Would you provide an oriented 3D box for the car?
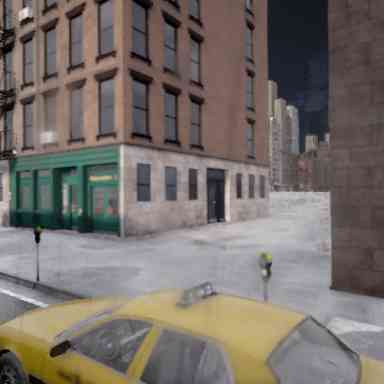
[{"bbox_3d":[-0.176,1.522,3.100,4.829,1.417,1.752,0,-1,35],"label":"car"}]
